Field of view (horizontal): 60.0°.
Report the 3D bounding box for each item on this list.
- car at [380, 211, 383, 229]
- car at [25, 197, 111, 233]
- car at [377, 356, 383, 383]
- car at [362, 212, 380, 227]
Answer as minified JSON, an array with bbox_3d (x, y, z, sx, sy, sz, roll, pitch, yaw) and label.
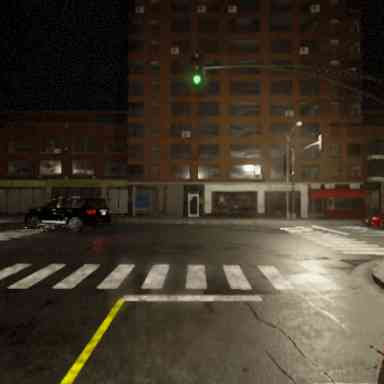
[{"bbox_3d":[15.196,1.856,20.859,5.357,1.411,2.033,0,-1,1],"label":"car"},{"bbox_3d":[-7.652,1.341,20.527,5.566,2.045,2.150,0,-3,23],"label":"car"},{"bbox_3d":[2.676,1.453,1.476,1.967,1.590,4.097,1,0,0],"label":"car"},{"bbox_3d":[14.671,1.926,24.123,4.181,1.385,1.994,0,-1,0],"label":"car"}]
